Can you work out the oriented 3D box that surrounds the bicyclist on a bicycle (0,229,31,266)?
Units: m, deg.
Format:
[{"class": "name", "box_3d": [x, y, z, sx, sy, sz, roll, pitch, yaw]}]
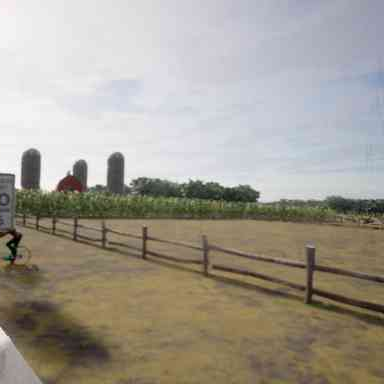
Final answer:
[{"class": "bicyclist on a bicycle", "box_3d": [-6.234, 1.709, 11.128, 1.656, 1.620, 0.582, 5, -4, -41]}]
